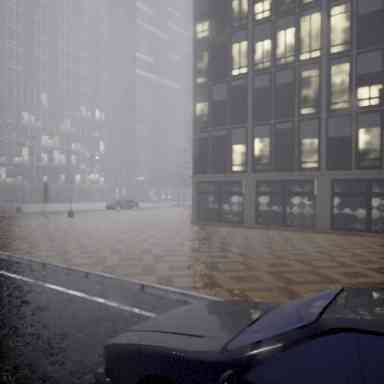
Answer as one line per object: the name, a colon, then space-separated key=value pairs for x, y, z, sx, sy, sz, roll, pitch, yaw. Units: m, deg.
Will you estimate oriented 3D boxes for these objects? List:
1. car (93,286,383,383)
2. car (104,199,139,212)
car: x=1.619 y=1.547 z=2.531 sx=5.357 sy=1.411 sz=2.033 roll=0 pitch=0 yaw=36
car: x=-8.843 y=1.657 z=42.197 sx=1.837 sy=1.490 sz=4.892 roll=1 pitch=0 yaw=37
